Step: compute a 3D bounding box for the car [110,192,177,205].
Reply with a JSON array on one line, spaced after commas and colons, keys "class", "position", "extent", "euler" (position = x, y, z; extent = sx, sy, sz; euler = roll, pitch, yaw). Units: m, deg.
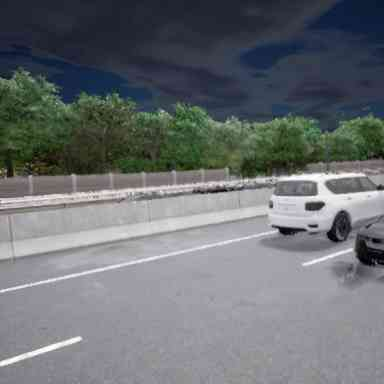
[{"class": "car", "position": [-3.022, 0.833, 18.950], "extent": [4.892, 1.490, 1.837], "euler": [-6, 3, -35]}]

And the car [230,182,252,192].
[{"class": "car", "position": [6.579, -0.430, 34.186], "extent": [4.718, 1.301, 1.895], "euler": [-6, 3, -35]}]

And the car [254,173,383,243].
[{"class": "car", "position": [5.053, 0.365, 11.539], "extent": [5.566, 2.045, 2.150], "euler": [-6, 3, -35]}]

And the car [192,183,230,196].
[{"class": "car", "position": [2.273, -0.200, 35.449], "extent": [4.718, 1.301, 1.895], "euler": [-6, 3, -35]}]

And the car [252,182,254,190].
[{"class": "car", "position": [8.565, -0.480, 31.305], "extent": [5.357, 1.411, 2.033], "euler": [-6, 3, -35]}]

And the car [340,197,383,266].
[{"class": "car", "position": [5.609, 0.853, 7.659], "extent": [4.181, 1.385, 1.994], "euler": [-6, 3, -35]}]
